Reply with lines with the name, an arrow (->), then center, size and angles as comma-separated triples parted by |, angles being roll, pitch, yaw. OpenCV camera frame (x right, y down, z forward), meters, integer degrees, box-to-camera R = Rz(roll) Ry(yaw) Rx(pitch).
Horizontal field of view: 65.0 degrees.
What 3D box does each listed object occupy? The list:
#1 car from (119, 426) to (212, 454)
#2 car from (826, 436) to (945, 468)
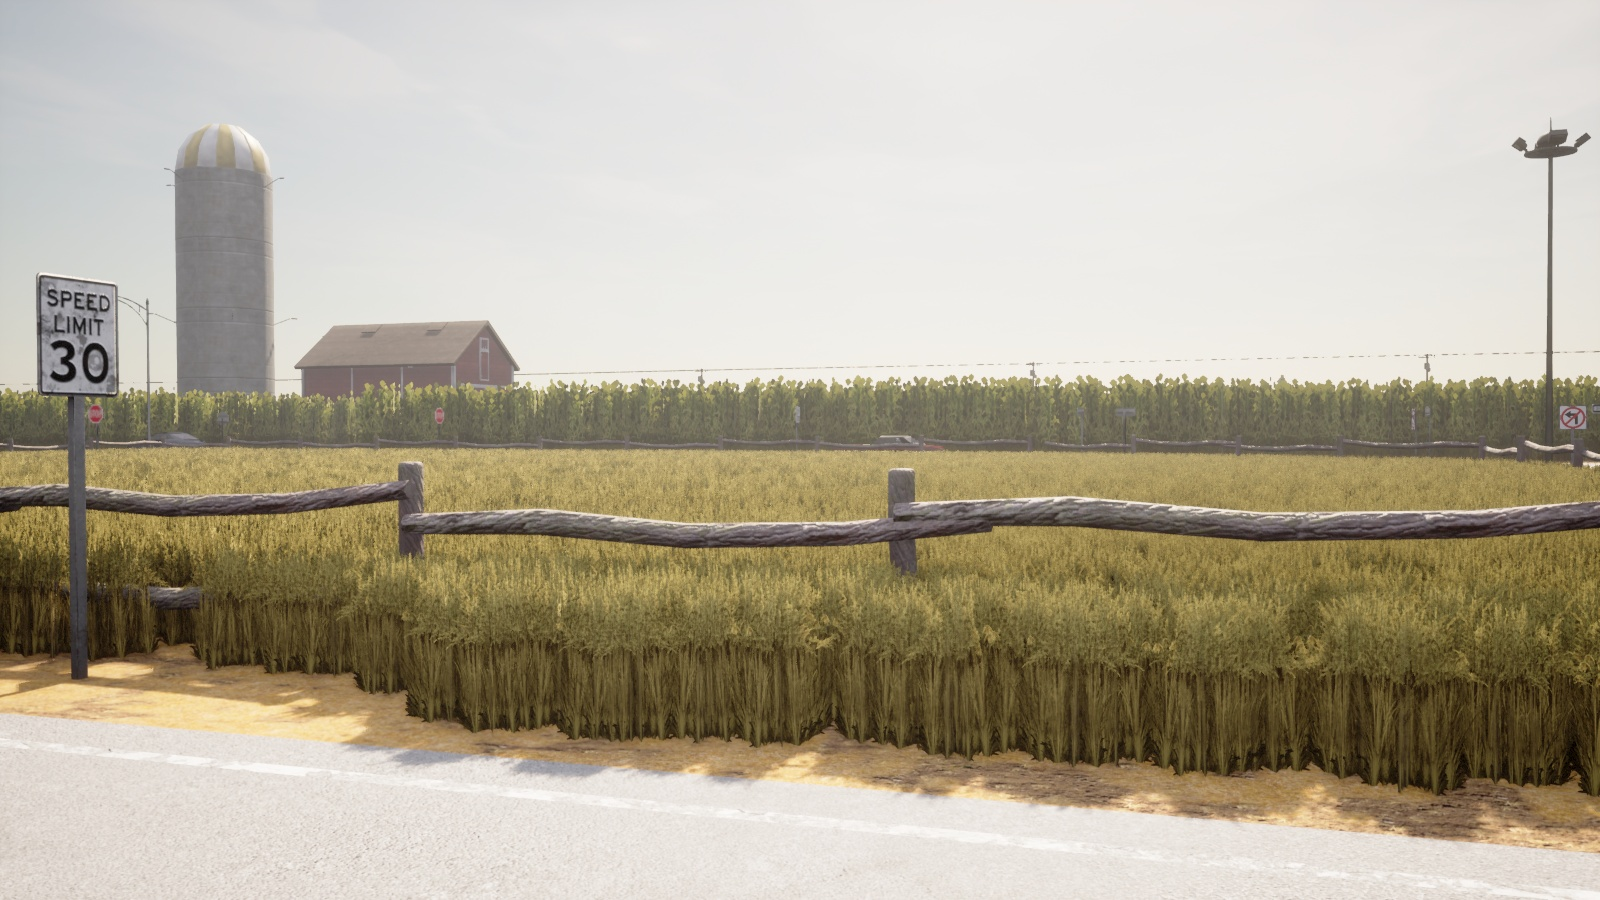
car -> -33.355, -0.525, 66.046 | 4.181, 1.385, 1.994 | 1, 2, 19
car -> 3.656, 0.067, 53.567 | 4.718, 1.301, 1.895 | 1, 1, 19
